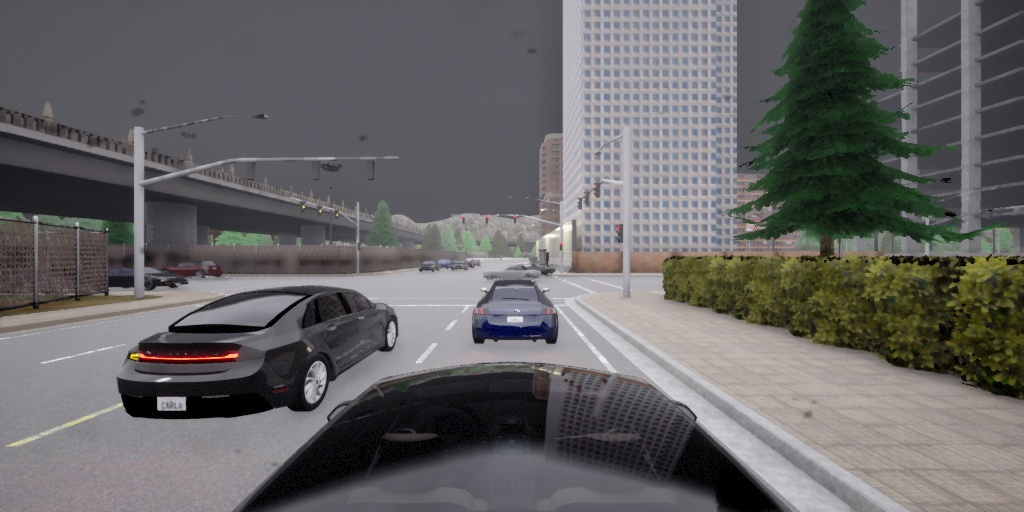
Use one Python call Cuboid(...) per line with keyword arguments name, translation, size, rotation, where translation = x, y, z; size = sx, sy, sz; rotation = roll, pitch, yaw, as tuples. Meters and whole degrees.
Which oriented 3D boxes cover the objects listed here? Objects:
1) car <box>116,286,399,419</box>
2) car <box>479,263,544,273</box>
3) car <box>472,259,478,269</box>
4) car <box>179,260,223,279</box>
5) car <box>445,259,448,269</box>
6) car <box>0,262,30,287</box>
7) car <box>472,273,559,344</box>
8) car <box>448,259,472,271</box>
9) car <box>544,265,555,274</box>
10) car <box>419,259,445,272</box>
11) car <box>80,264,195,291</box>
Cuboid(name="car", translation=(-3.440, 1.255, 6.068), size=(1.837, 1.490, 4.892), rotation=(0, 0, 0))
Cuboid(name="car", translation=(-0.046, 1.380, 29.376), size=(4.718, 1.301, 1.895), rotation=(0, 0, 0))
Cuboid(name="car", translation=(-7.083, 1.351, 57.986), size=(1.895, 1.301, 4.718), rotation=(0, 0, 0))
Cuboid(name="car", translation=(-29.355, 1.157, 32.816), size=(4.553, 1.767, 2.097), rotation=(0, 0, 0))
Cuboid(name="car", translation=(-10.588, 1.227, 55.930), size=(1.882, 1.535, 5.008), rotation=(0, 0, 0))
Cuboid(name="car", translation=(-33.545, 1.027, 22.105), size=(5.566, 2.045, 2.150), rotation=(0, 0, 0))
Cuboid(name="car", translation=(0.079, 1.314, 9.611), size=(1.994, 1.385, 4.181), rotation=(0, 0, 0))
Cuboid(name="car", translation=(-7.085, 1.314, 49.232), size=(1.994, 1.385, 4.181), rotation=(0, 0, 0))
Cuboid(name="car", translation=(1.874, 1.374, 35.606), size=(4.718, 1.301, 1.895), rotation=(0, 0, 42))
Cuboid(name="car", translation=(-10.593, 1.297, 46.480), size=(2.033, 1.411, 5.357), rotation=(0, 0, 0))
Cuboid(name="car", translation=(-23.281, 1.353, 22.127), size=(5.357, 1.411, 2.033), rotation=(0, 0, 0))
